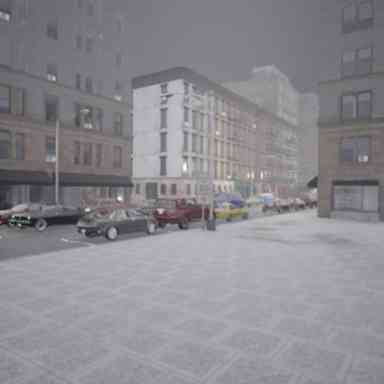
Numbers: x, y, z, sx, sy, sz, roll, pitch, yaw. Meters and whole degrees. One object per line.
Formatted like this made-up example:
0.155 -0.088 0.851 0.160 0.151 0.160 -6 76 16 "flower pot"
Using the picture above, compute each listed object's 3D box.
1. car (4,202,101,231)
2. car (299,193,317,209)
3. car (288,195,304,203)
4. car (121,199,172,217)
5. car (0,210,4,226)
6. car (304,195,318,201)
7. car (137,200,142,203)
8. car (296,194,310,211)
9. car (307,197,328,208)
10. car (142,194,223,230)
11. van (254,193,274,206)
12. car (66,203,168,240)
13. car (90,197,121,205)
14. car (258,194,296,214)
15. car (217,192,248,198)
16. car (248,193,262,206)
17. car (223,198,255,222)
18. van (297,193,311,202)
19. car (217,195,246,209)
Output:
-7.932 1.429 19.409 1.895 1.301 4.718 1 1 32 "car"
14.864 1.208 42.991 2.192 1.841 5.009 1 1 34 "car"
20.463 1.340 65.381 1.947 1.339 4.313 1 1 34 "car"
-3.982 1.339 29.671 2.008 1.369 4.403 1 1 34 "car"
-10.093 1.337 20.743 1.887 1.381 4.507 1 1 34 "car"
26.574 1.314 74.308 1.887 1.381 4.507 1 1 34 "car"
-2.273 1.329 27.677 1.837 1.490 4.892 1 1 34 "car"
11.807 1.335 38.528 1.967 1.590 4.097 1 1 34 "car"
17.917 1.474 47.457 1.802 1.307 4.206 1 1 34 "car"
-0.413 1.218 20.672 2.192 1.841 5.009 1 1 34 "car"
11.298 1.119 51.988 1.690 1.788 3.998 1 1 34 "van"
-3.472 1.457 16.211 2.008 1.369 4.403 1 1 34 "car"
-7.036 1.230 25.206 1.967 1.590 4.097 1 1 34 "car"
8.752 1.337 34.064 1.967 1.590 4.097 1 1 34 "car"
3.597 1.042 36.220 2.150 2.045 5.566 1 1 34 "car"
8.144 1.305 47.385 1.752 1.417 4.829 1 1 34 "car"
2.736 1.426 25.278 1.752 1.417 4.829 1 1 34 "car"
23.521 1.113 69.842 1.690 1.788 3.998 1 1 34 "van"
5.186 1.222 43.061 1.967 1.590 4.097 1 1 34 "car"
